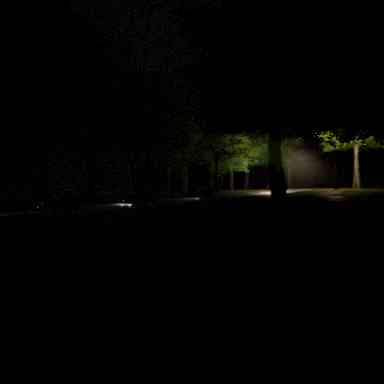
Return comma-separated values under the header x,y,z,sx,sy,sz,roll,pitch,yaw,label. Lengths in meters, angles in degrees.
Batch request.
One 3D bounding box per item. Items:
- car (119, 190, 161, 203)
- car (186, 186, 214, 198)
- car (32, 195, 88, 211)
x,y,z,sx,sy,sz,roll,pitch,yaw,label
-5.913,0.492,38.734,2.033,1.411,5.357,-1,2,37,car
1.187,-0.024,47.936,1.882,1.535,5.008,-1,1,38,car
-12.120,0.949,30.654,1.895,1.301,4.718,-1,2,37,car
